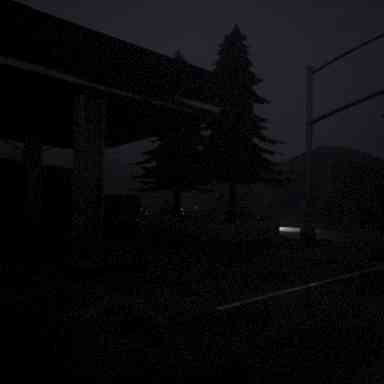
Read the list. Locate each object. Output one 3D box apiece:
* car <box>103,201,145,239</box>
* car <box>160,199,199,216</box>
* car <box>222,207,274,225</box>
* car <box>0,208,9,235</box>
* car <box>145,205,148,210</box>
[{"bbox_3d":[-4.504,1.440,18.311,1.905,1.878,3.866,1,0,-36],"label":"car"},{"bbox_3d":[-1.308,1.527,32.682,2.097,1.767,4.553,1,0,-36],"label":"car"},{"bbox_3d":[4.113,1.803,25.044,1.994,1.385,4.181,1,0,-35],"label":"car"},{"bbox_3d":[-11.636,1.518,18.492,2.242,1.667,4.611,1,0,-36],"label":"car"},{"bbox_3d":[-7.459,1.650,41.345,2.033,1.411,5.357,1,0,-35],"label":"car"}]
